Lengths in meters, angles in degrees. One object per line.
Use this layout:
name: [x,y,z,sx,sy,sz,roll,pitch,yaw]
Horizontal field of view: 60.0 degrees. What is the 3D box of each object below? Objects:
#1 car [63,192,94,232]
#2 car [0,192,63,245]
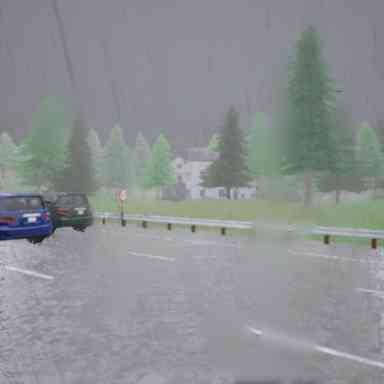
car: [-7.515,1.008,17.006,5.566,2.045,2.150,1,1,31]
car: [-7.954,1.037,13.183,5.566,2.045,2.150,1,1,31]
